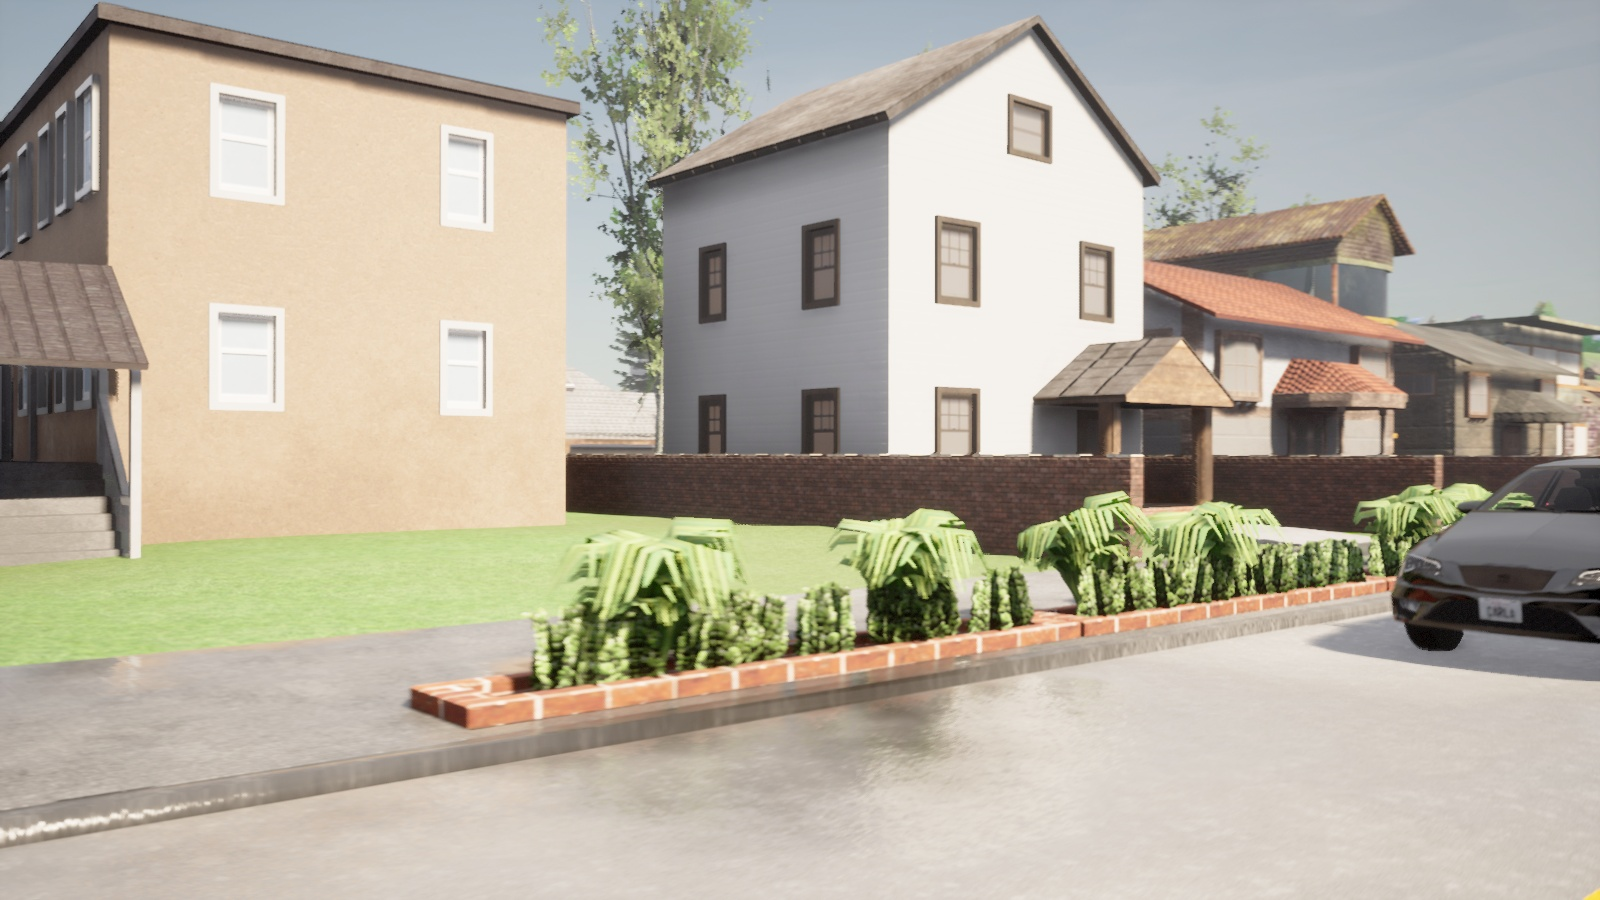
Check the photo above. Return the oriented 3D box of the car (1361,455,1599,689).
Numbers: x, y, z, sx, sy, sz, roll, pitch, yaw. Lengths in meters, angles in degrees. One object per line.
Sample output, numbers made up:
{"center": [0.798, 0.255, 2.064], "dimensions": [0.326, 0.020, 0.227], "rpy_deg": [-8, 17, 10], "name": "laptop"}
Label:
{"center": [6.273, 0.778, 9.783], "dimensions": [4.193, 1.474, 1.816], "rpy_deg": [0, 0, -40], "name": "car"}
